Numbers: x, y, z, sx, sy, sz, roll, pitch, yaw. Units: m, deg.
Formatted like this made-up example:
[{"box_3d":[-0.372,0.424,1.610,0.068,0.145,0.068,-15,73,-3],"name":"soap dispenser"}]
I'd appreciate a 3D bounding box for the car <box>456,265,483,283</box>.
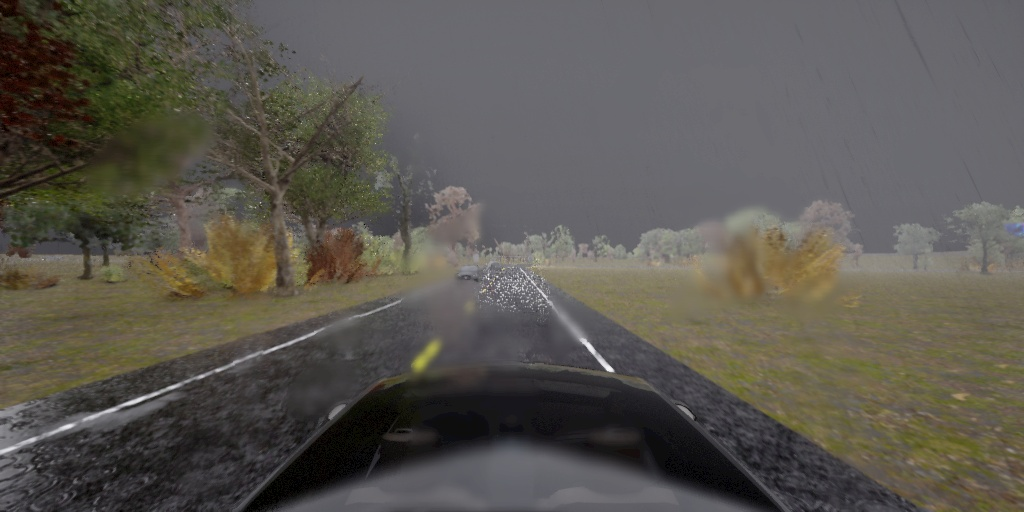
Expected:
[{"box_3d":[-3.589,1.513,30.808,1.837,1.490,4.892,0,-1,0],"name":"car"}]
